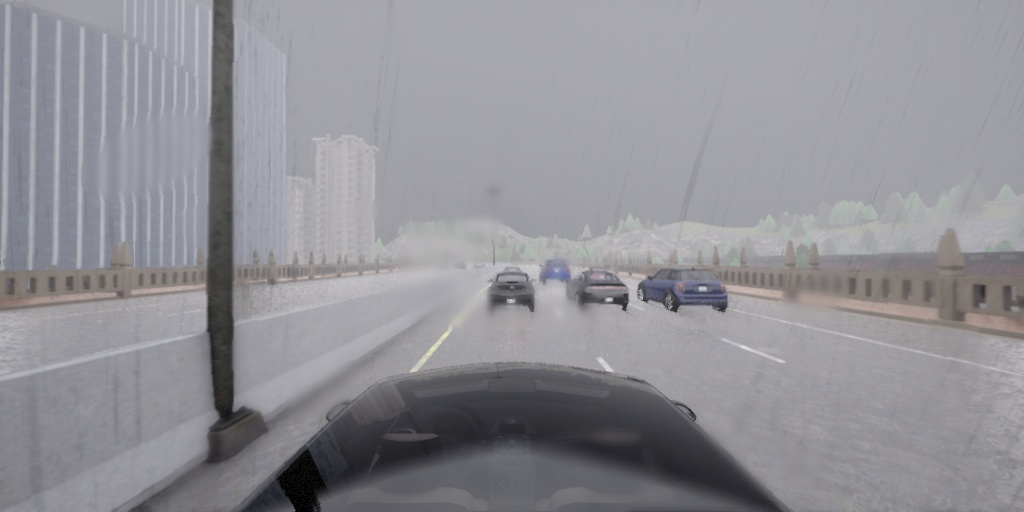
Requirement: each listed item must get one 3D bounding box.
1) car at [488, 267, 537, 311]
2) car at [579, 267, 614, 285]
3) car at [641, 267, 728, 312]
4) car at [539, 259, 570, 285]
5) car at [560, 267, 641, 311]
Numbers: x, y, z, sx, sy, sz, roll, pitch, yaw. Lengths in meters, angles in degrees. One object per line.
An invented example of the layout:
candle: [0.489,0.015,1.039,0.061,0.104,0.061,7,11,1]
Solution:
car: [0.028,1.408,15.362,1.837,1.490,4.892,0,0,1]
car: [7.048,1.631,30.409,1.994,1.385,4.181,0,-1,1]
car: [7.028,1.251,15.290,2.097,1.767,4.553,0,-1,1]
car: [3.526,1.281,29.451,2.150,2.045,5.566,0,0,1]
car: [3.528,1.394,15.370,2.128,1.511,4.902,0,0,1]
